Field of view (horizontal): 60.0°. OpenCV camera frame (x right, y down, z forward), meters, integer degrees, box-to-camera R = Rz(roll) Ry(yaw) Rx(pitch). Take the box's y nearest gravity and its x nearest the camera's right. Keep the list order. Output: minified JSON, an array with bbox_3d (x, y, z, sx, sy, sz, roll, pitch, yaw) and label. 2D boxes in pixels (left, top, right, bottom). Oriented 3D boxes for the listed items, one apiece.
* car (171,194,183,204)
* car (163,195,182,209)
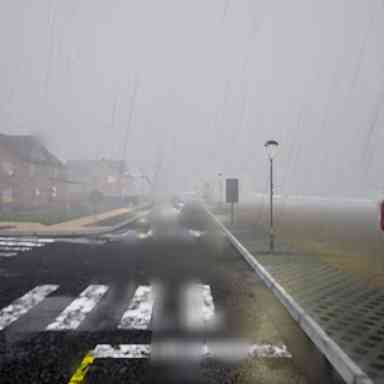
[{"bbox_3d":[-2.925,1.368,63.913,2.097,1.767,4.553,0,0,0],"label":"car"},{"bbox_3d":[-2.874,1.507,45.251,2.128,1.511,4.902,0,0,0],"label":"car"}]
